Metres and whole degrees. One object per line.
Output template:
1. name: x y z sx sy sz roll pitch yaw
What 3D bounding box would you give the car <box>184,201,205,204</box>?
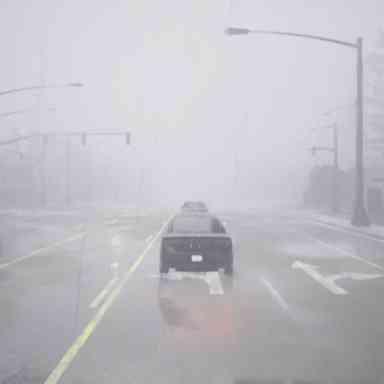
1. car: 0.140 1.281 22.167 2.033 1.411 5.357 0 1 -3

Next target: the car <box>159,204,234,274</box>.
1. car: 0.106 1.339 10.130 1.882 1.535 5.008 0 1 0
